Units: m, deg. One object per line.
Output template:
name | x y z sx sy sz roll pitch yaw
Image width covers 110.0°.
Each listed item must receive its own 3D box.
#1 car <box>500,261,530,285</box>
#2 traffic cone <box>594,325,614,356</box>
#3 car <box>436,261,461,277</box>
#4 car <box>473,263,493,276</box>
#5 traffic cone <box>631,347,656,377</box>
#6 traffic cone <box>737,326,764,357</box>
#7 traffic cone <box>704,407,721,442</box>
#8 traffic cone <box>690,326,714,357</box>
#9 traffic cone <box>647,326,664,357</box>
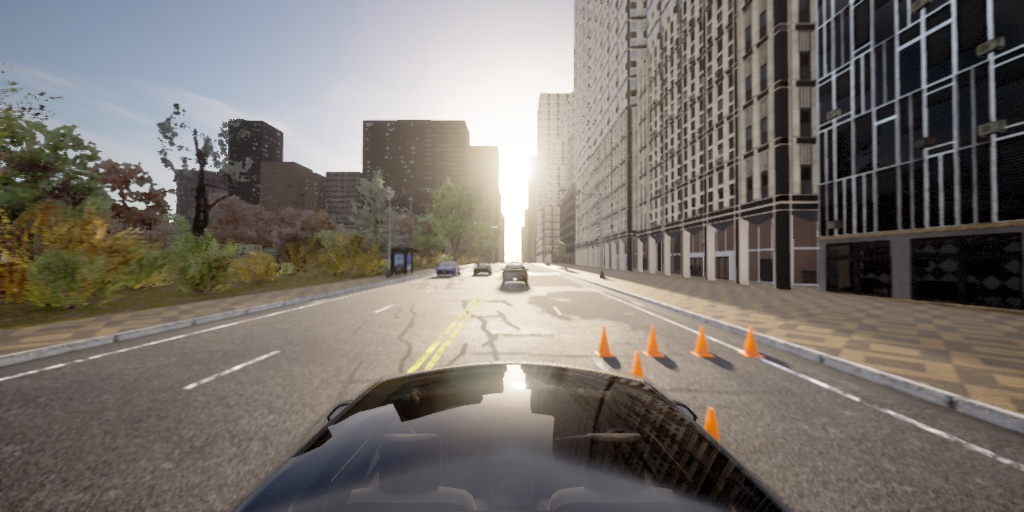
car | 0.225 1.302 26.584 1.837 1.490 4.892 0 0 0
traffic cone | 1.886 1.720 7.359 0.340 0.580 0.340 0 0 0
car | -6.413 1.275 36.416 1.882 1.535 5.008 0 0 0
car | -3.146 1.424 39.370 1.895 1.301 4.718 0 0 0
traffic cone | 1.875 1.717 5.359 0.340 0.580 0.340 0 0 0
traffic cone | 4.885 1.734 7.342 0.340 0.580 0.340 0 0 0
traffic cone | 1.864 1.715 3.359 0.340 0.580 0.340 0 0 0
traffic cone | 3.885 1.729 7.348 0.340 0.580 0.340 0 0 0
traffic cone | 2.885 1.725 7.354 0.340 0.580 0.340 0 0 0
